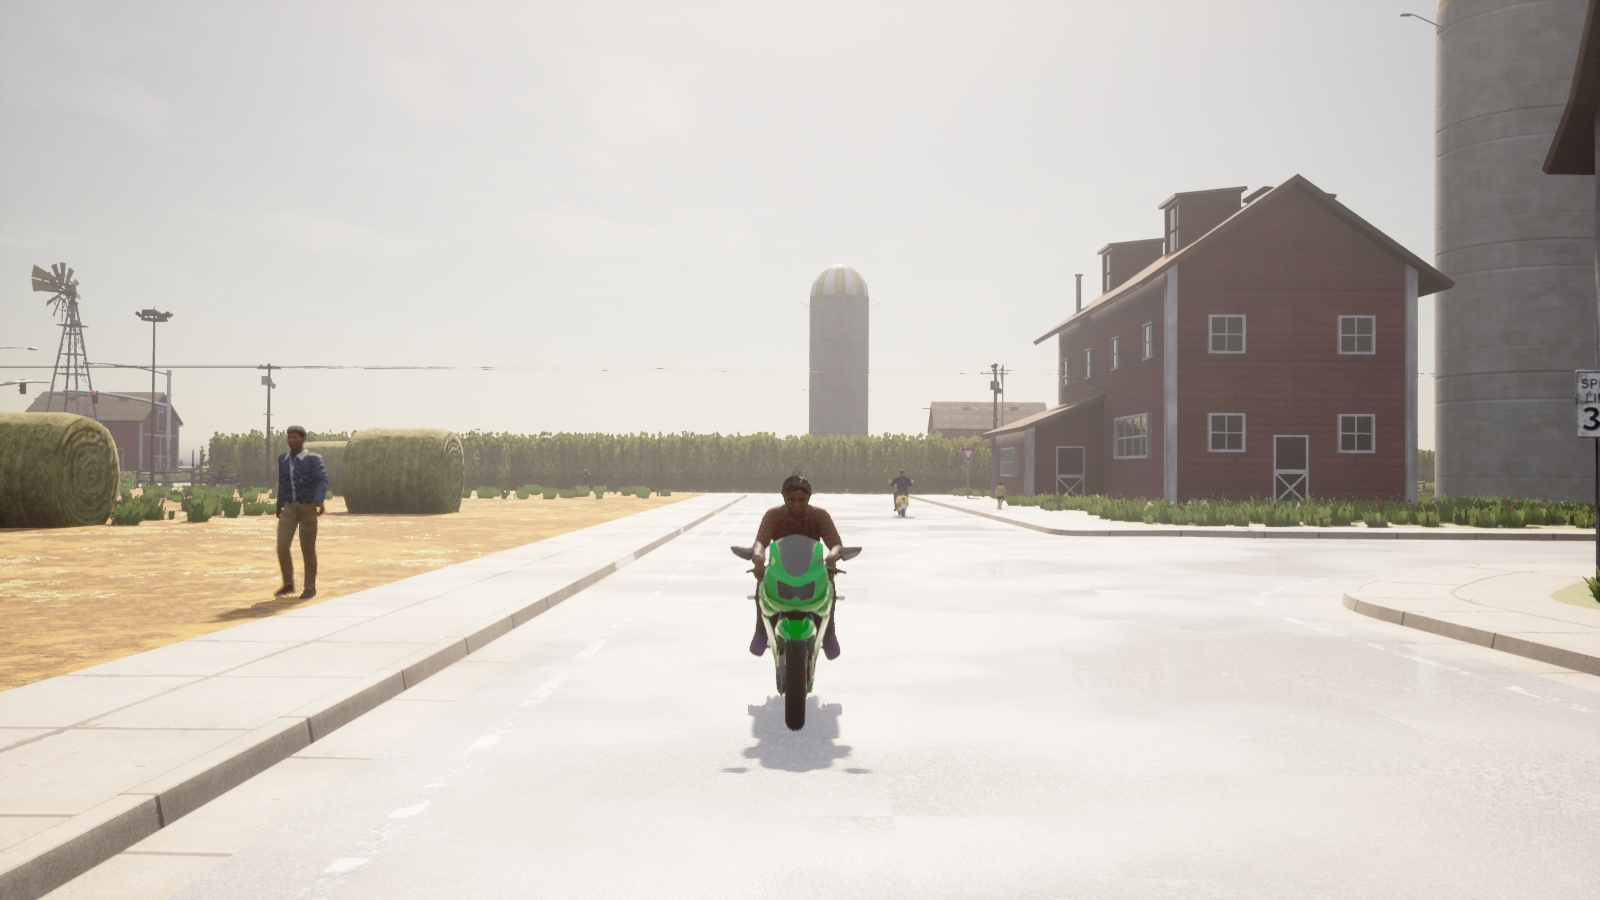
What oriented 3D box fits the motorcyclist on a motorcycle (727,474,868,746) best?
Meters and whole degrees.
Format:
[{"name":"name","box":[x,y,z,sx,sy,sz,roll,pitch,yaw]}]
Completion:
[{"name":"motorcyclist on a motorcycle","box":[-0.018,0.922,8.119,0.797,1.523,2.044,0,-1,0]}]

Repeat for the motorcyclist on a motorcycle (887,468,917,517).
[{"name":"motorcyclist on a motorcycle","box":[3.395,1.402,41.961,0.866,1.590,1.817,0,-1,0]}]

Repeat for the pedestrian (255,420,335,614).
[{"name":"pedestrian","box":[-5.241,0.677,13.066,0.423,1.949,0.788,0,-1,8]}]

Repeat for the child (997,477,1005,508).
[{"name":"child","box":[7.272,1.541,45.512,0.255,1.110,0.394,0,-1,12]}]

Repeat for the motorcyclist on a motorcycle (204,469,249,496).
[{"name":"motorcyclist on a motorcycle","box":[-34.820,1.969,76.219,2.350,1.649,0.766,0,-1,1]}]
